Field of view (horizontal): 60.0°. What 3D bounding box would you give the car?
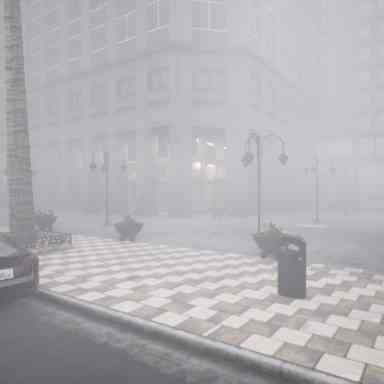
[{"bbox_3d":[-5.267,1.513,7.213,4.786,1.482,2.161,0,0,35],"label":"car"}]
